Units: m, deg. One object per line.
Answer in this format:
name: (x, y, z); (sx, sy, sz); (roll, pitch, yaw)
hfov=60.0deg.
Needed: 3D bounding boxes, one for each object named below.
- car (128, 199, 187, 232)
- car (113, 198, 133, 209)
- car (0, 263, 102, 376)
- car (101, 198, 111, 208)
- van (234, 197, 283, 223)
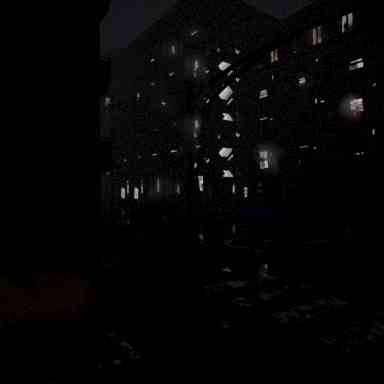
car: (-1.899, 1.441, 19.995); (1.967, 1.590, 4.097); (0, 0, -36)
car: (-8.416, 1.463, 43.227); (1.887, 1.381, 4.507); (-1, 0, -36)
car: (-3.602, 1.525, 3.995); (4.829, 1.417, 1.752); (0, 0, -36)
car: (-11.742, 1.463, 47.808); (1.887, 1.381, 4.507); (-1, 0, -36)
van: (4.892, 1.280, 24.904); (1.690, 1.788, 3.998); (0, 0, -36)
